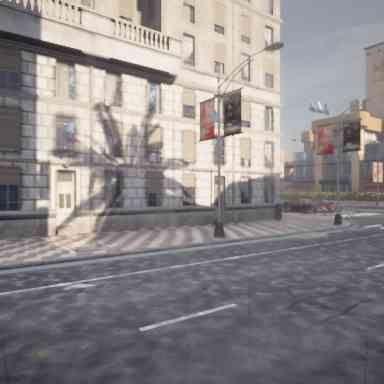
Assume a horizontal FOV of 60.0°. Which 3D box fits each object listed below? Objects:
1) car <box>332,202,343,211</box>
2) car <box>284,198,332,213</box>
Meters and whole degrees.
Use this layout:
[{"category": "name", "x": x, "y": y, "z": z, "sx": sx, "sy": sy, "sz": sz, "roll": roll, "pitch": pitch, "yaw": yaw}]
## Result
[{"category": "car", "x": 15.281, "y": 1.557, "z": 38.759, "sx": 1.994, "sy": 1.385, "sz": 4.181, "roll": 0, "pitch": 0, "yaw": -36}, {"category": "car", "x": 12.413, "y": 1.499, "z": 36.682, "sx": 1.837, "sy": 1.490, "sz": 4.892, "roll": 0, "pitch": 0, "yaw": -35}]
